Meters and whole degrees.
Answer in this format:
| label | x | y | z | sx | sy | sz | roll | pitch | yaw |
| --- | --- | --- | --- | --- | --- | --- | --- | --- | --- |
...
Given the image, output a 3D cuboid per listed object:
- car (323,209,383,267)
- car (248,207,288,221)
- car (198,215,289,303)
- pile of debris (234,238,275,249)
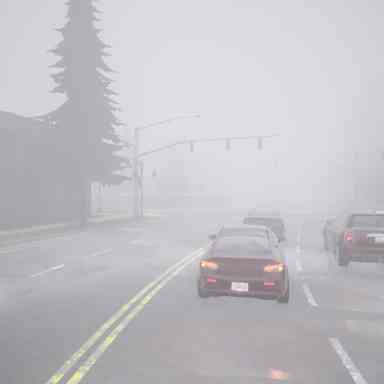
| label | x | y | z | sx | sy | sz | roll | pitch | yaw |
| --- | --- | --- | --- | --- | --- | --- | --- | --- | --- |
| car | 5.773 | 1.353 | 11.248 | 2.097 | 1.767 | 4.553 | 0 | 0 | 15 |
| car | 3.831 | 1.481 | 17.112 | 1.882 | 1.535 | 5.008 | 0 | 0 | 18 |
| car | 1.324 | 1.527 | 8.196 | 1.812 | 1.442 | 4.674 | 0 | 0 | 12 |
| pile of debris | 2.732 | 2.178 | 14.283 | 1.500 | 0.140 | 1.860 | 0 | 0 | 18 |
